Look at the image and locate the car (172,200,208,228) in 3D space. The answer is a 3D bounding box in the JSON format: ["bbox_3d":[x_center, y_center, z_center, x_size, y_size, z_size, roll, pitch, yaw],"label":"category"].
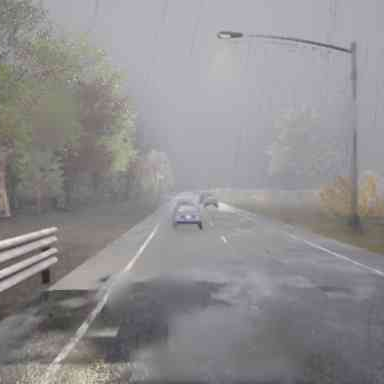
[{"bbox_3d":[-0.309,1.488,21.839,2.033,1.411,5.357,0,0,-1],"label":"car"}]

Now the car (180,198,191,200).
[{"bbox_3d":[-0.852,1.470,44.737,1.895,1.301,4.718,0,0,-1],"label":"car"}]

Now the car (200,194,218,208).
[{"bbox_3d":[2.520,1.361,45.961,1.837,1.490,4.892,0,0,-1],"label":"car"}]

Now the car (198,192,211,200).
[{"bbox_3d":[2.271,1.039,56.411,2.150,2.045,5.566,0,0,-1],"label":"car"}]
